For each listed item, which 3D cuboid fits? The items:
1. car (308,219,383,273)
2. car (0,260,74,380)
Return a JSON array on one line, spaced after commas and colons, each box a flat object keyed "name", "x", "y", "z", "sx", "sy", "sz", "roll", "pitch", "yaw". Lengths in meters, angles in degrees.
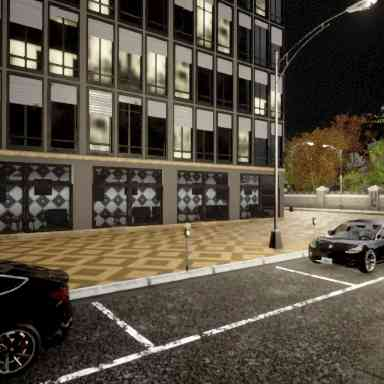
[{"name": "car", "x": 5.569, "y": 1.562, "z": 10.632, "sx": 4.313, "sy": 1.339, "sz": 1.947, "roll": 0, "pitch": 0, "yaw": -36}, {"name": "car", "x": -3.661, "y": 1.566, "z": 3.947, "sx": 4.313, "sy": 1.339, "sz": 1.947, "roll": 0, "pitch": 0, "yaw": -36}]
